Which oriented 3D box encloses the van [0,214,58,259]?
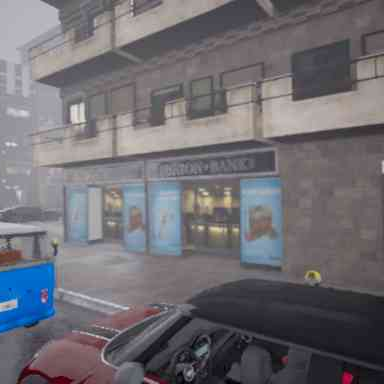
[{"bbox_3d":[-4.089,1.374,5.770,3.998,1.788,1.690,0,-1,36],"label":"van"}]

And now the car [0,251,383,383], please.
[{"bbox_3d":[0.408,1.445,2.563,4.097,1.590,1.967,0,-1,36],"label":"car"}]

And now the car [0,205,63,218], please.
[{"bbox_3d":[-12.232,1.698,24.921,1.947,1.339,4.313,-2,-2,36],"label":"car"}]
